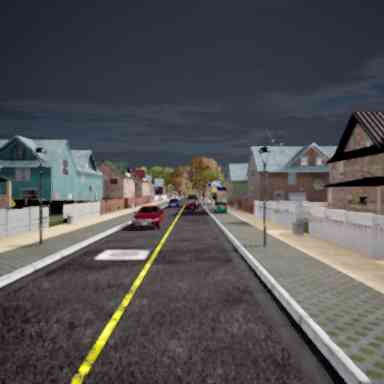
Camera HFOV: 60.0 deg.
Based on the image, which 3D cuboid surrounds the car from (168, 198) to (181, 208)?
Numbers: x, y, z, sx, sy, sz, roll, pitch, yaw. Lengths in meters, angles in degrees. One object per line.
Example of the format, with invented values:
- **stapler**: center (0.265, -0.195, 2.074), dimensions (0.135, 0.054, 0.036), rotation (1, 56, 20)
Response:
- **car**: center (-2.811, 1.742, 52.407), dimensions (1.812, 1.442, 4.674), rotation (0, 0, 0)

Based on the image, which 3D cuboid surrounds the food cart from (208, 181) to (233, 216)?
- **food cart**: center (3.035, 0.620, 36.087), dimensions (2.280, 3.560, 4.660), rotation (1, 0, 0)

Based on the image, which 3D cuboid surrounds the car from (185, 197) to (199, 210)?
- **car**: center (0.040, 1.798, 47.107), dimensions (1.895, 1.301, 4.718), rotation (0, 0, 1)

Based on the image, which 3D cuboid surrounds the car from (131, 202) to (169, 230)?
- **car**: center (-2.784, 1.620, 22.009), dimensions (1.812, 1.442, 4.674), rotation (0, 0, 1)

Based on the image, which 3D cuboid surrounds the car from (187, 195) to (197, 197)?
- **car**: center (0.032, 1.469, 60.752), dimensions (2.150, 2.045, 5.566), rotation (0, 0, 0)
